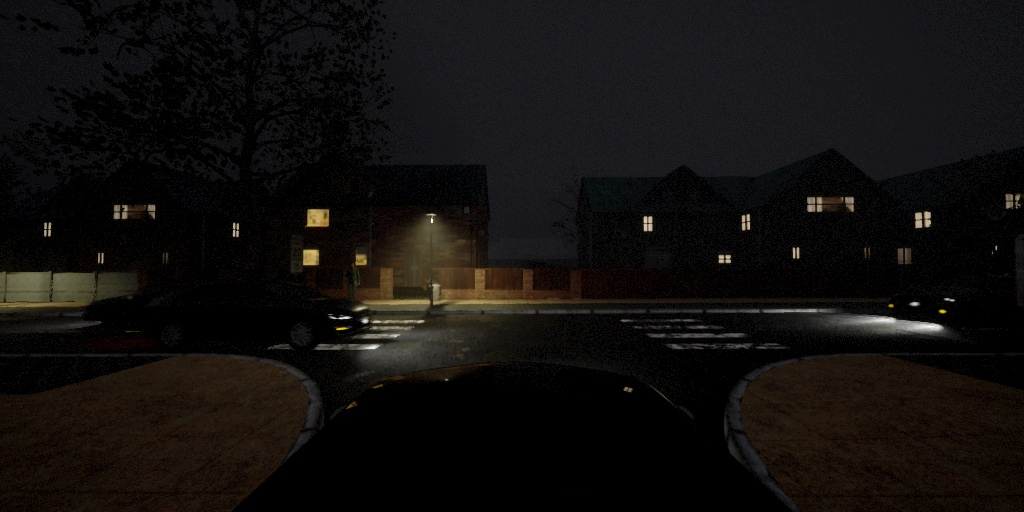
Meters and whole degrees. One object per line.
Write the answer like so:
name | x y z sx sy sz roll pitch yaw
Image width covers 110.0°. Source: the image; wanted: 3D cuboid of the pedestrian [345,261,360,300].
pedestrian | -6.468 1.113 14.482 0.375 1.860 0.375 0 -1 2

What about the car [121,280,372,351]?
car | -5.921 1.320 8.595 4.892 1.490 1.837 -1 -1 2

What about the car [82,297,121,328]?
car | -10.457 1.485 11.678 5.357 1.411 2.033 -1 -1 2

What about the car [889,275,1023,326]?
car | 14.335 1.274 10.939 4.181 1.385 1.994 0 -1 2
